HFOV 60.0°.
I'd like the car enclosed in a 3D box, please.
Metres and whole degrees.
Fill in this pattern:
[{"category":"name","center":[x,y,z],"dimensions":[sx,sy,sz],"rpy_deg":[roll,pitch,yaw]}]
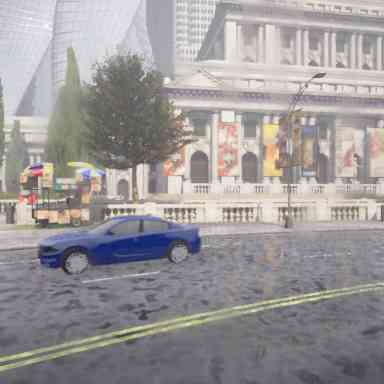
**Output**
[{"category":"car","center":[-2.095,1.477,10.453],"dimensions":[5.008,1.535,1.882],"rpy_deg":[0,0,-27]}]
